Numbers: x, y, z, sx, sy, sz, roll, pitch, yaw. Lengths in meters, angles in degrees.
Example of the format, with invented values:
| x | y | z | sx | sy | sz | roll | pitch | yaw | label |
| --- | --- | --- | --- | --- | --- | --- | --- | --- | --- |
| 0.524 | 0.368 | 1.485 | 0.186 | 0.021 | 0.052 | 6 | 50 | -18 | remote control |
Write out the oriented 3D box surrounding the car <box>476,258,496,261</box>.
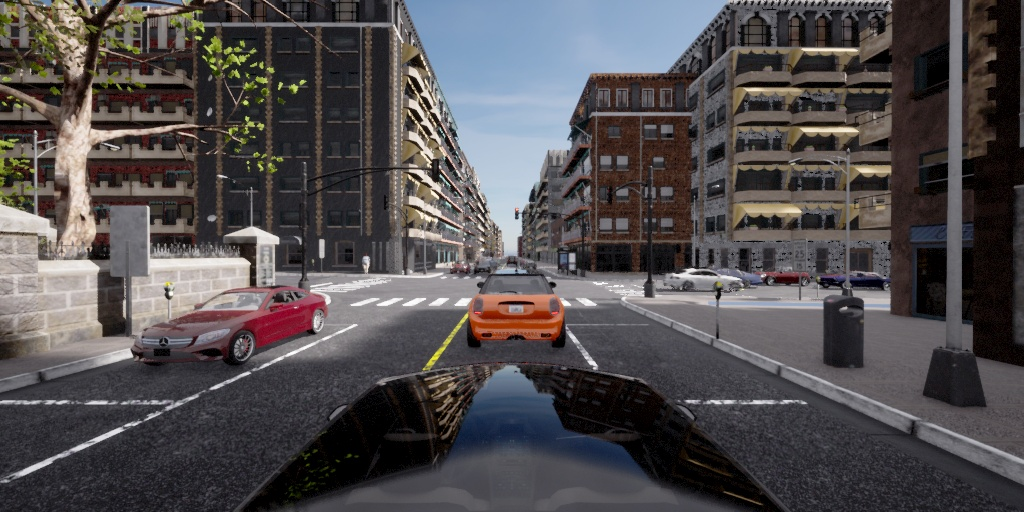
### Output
| x | y | z | sx | sy | sz | roll | pitch | yaw | label |
| --- | --- | --- | --- | --- | --- | --- | --- | --- | --- |
| -3.150 | 1.252 | 39.746 | 1.837 | 1.490 | 4.892 | 0 | 0 | 0 | car |

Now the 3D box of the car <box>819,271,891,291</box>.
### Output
| x | y | z | sx | sy | sz | roll | pitch | yaw | label |
| --- | --- | --- | --- | --- | --- | --- | --- | --- | --- |
| 25.250 | 1.815 | 26.299 | 4.718 | 1.301 | 1.895 | 1 | 0 | -1 | car |

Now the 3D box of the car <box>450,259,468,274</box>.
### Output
| x | y | z | sx | sy | sz | roll | pitch | yaw | label |
| --- | --- | --- | --- | --- | --- | --- | --- | --- | --- |
| -5.740 | 1.187 | 40.339 | 1.967 | 1.591 | 4.097 | 0 | 0 | 0 | car |

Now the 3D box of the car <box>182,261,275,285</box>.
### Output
| x | y | z | sx | sy | sz | roll | pitch | yaw | label |
| --- | --- | --- | --- | --- | --- | --- | --- | --- | --- |
| -17.675 | 1.034 | 22.524 | 4.181 | 1.385 | 1.994 | 1 | 0 | -1 | car |

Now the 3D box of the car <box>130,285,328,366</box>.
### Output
| x | y | z | sx | sy | sz | roll | pitch | yaw | label |
| --- | --- | --- | --- | --- | --- | --- | --- | --- | --- |
| -5.696 | 1.331 | 7.928 | 1.802 | 1.307 | 4.207 | 0 | 0 | 0 | car |

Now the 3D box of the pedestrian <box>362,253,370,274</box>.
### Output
| x | y | z | sx | sy | sz | roll | pitch | yaw | label |
| --- | --- | --- | --- | --- | --- | --- | --- | --- | --- |
| -12.751 | 0.651 | 31.322 | 0.375 | 1.860 | 0.375 | 0 | -1 | -1 | pedestrian |

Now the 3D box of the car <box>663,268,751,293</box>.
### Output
| x | y | z | sx | sy | sz | roll | pitch | yaw | label |
| --- | --- | --- | --- | --- | --- | --- | --- | --- | --- |
| 12.219 | 1.527 | 23.027 | 4.674 | 1.442 | 1.812 | 1 | 0 | 1 | car |

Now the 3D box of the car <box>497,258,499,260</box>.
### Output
| x | y | z | sx | sy | sz | roll | pitch | yaw | label |
| --- | --- | --- | --- | --- | --- | --- | --- | --- | --- |
| -3.163 | 1.311 | 51.969 | 1.994 | 1.385 | 4.181 | 0 | 0 | 0 | car |

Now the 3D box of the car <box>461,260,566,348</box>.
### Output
| x | y | z | sx | sy | sz | roll | pitch | yaw | label |
| --- | --- | --- | --- | --- | --- | --- | --- | --- | --- |
| 0.118 | 1.101 | 9.438 | 2.097 | 1.767 | 4.553 | 0 | 0 | 1 | car |

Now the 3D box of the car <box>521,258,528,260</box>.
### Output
| x | y | z | sx | sy | sz | roll | pitch | yaw | label |
| --- | --- | --- | --- | --- | --- | --- | --- | --- | --- |
| 2.625 | 1.298 | 51.622 | 2.007 | 1.370 | 4.403 | 0 | 0 | 0 | car |

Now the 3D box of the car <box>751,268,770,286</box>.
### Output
| x | y | z | sx | sy | sz | roll | pitch | yaw | label |
| --- | --- | --- | --- | --- | --- | --- | --- | --- | --- |
| 15.217 | 1.584 | 26.167 | 5.357 | 1.411 | 2.033 | 1 | 0 | -1 | car |

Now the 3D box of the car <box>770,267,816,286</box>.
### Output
| x | y | z | sx | sy | sz | roll | pitch | yaw | label |
| --- | --- | --- | --- | --- | --- | --- | --- | --- | --- |
| 21.345 | 1.571 | 28.812 | 4.097 | 1.591 | 1.967 | 0 | 0 | -1 | car |
